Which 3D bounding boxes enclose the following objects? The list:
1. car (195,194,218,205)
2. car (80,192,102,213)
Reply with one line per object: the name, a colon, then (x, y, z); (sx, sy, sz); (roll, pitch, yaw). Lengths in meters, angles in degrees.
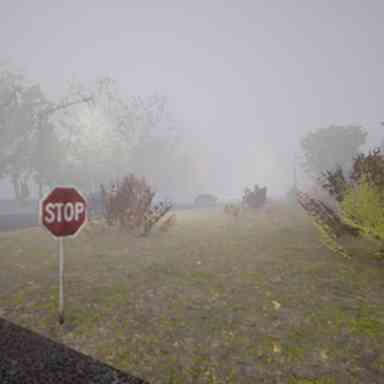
car: (2.184, 1.029, 48.920); (1.837, 1.490, 4.892); (1, 1, 29)
car: (-8.092, 0.972, 30.119); (2.150, 2.045, 5.566); (1, 1, 28)
